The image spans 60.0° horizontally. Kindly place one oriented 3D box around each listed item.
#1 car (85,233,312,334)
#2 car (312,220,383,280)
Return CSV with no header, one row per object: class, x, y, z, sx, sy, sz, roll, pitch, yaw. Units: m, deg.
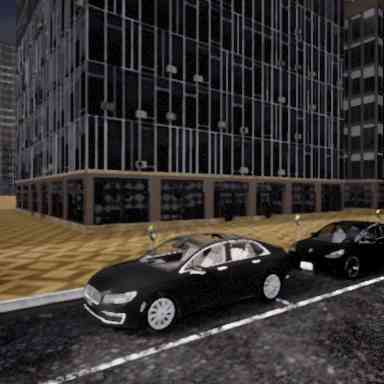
car,0.135,1.544,6.652,4.403,1.369,2.008,0,0,-35
car,4.770,1.549,9.958,4.313,1.339,1.947,0,0,-35
